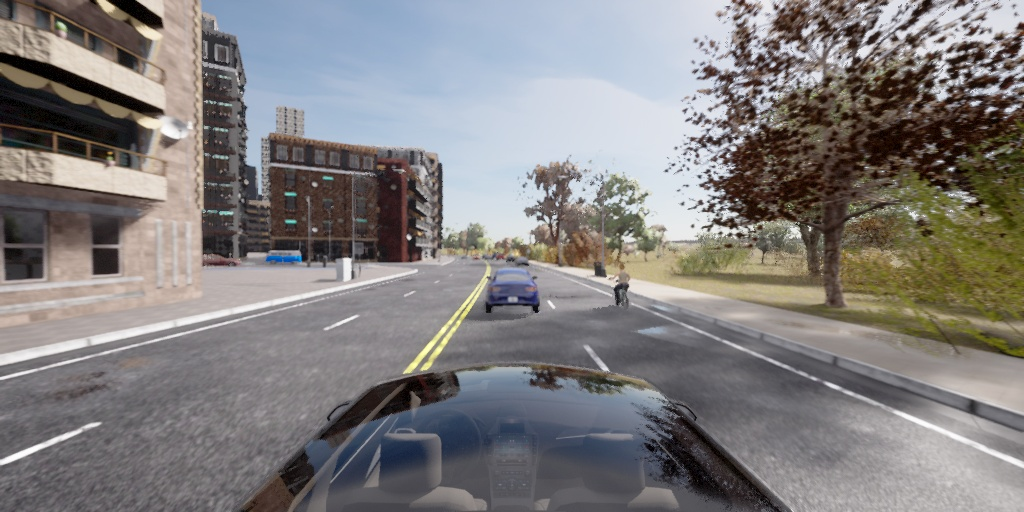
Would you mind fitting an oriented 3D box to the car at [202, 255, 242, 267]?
[{"bbox_3d":[-29.448,0.538,35.569,4.207,1.307,1.802,0,0,-32],"label":"car"}]

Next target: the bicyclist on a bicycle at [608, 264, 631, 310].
[{"bbox_3d":[4.022,1.096,13.230,0.866,1.612,1.509,0,1,-1],"label":"bicyclist on a bicycle"}]

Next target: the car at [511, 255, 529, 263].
[{"bbox_3d":[1.433,0.845,54.325,2.033,1.411,5.357,0,1,-4],"label":"car"}]

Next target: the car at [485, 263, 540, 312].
[{"bbox_3d":[-0.002,1.177,13.542,1.812,1.442,4.674,0,0,-1],"label":"car"}]

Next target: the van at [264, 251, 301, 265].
[{"bbox_3d":[-29.066,0.233,45.717,3.998,1.789,1.690,0,0,-32],"label":"van"}]
